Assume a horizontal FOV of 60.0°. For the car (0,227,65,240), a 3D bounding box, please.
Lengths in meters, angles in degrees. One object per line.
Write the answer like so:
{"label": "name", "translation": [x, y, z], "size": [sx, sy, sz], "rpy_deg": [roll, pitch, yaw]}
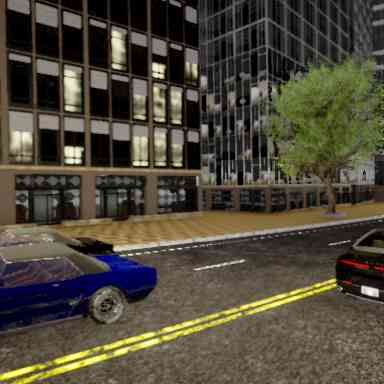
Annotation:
{"label": "car", "translation": [-4.540, 1.620, 8.495], "size": [4.718, 1.301, 1.895], "rpy_deg": [0, 0, -36]}

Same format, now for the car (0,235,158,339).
{"label": "car", "translation": [-3.045, 1.614, 5.565], "size": [4.718, 1.301, 1.895], "rpy_deg": [0, 0, -36]}

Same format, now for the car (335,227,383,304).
{"label": "car", "translation": [5.074, 1.513, 7.367], "size": [4.892, 1.490, 1.837], "rpy_deg": [0, 0, -38]}
